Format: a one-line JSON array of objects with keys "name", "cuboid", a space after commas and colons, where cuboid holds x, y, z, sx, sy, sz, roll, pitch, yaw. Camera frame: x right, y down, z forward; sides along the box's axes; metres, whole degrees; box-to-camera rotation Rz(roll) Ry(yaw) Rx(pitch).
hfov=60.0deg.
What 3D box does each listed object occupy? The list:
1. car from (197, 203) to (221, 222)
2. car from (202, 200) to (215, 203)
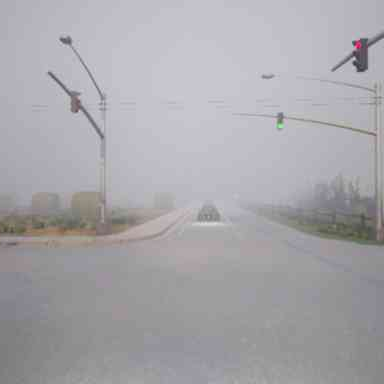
[{"name": "car", "cuboid": [1.494, 1.916, 29.714, 1.994, 1.385, 4.181, 0, -1, 3]}, {"name": "car", "cuboid": [2.743, 2.110, 55.905, 1.882, 1.535, 5.008, 0, -1, 3]}]
